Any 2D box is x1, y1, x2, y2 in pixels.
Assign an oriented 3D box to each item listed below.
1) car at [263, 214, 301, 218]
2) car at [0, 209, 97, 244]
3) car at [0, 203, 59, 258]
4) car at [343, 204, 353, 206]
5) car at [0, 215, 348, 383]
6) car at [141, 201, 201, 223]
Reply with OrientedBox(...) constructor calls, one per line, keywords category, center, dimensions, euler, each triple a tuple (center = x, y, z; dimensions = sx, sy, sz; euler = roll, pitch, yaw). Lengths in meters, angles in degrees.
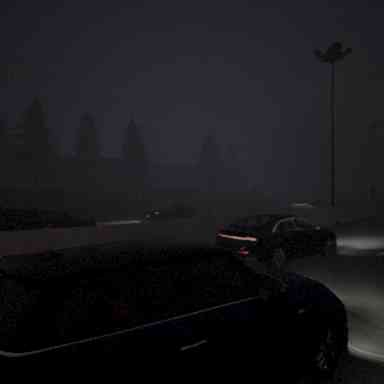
OrientedBox(category="car", center=(2.876, 1.467, 10.814), dimensions=(4.902, 1.511, 2.128), euler=(0, 0, -41))
OrientedBox(category="car", center=(-7.292, 1.592, 16.197), dimensions=(4.718, 1.301, 1.895), euler=(0, 0, -39))
OrientedBox(category="car", center=(-7.403, 1.350, 11.802), dimensions=(4.553, 1.767, 2.097), euler=(0, 0, -37))
OrientedBox(category="car", center=(20.010, 1.405, 43.528), dimensions=(1.812, 1.442, 4.674), euler=(0, 0, 28))
OrientedBox(category="car", center=(-0.151, 1.346, 3.899), dimensions=(4.553, 1.767, 2.097), euler=(0, 0, -37))
OrientedBox(category="car", center=(-1.576, 1.487, 25.996), dimensions=(1.812, 1.442, 4.674), euler=(0, 0, 45))
